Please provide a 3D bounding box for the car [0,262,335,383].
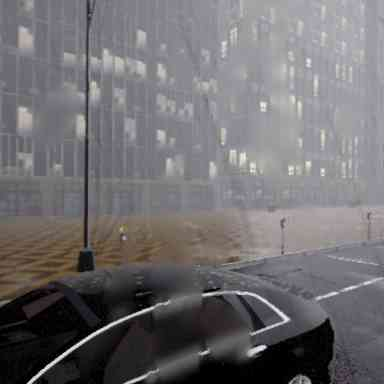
[{"bbox_3d":[-0.730,1.505,2.859,4.892,1.490,1.837,0,0,-35],"label":"car"}]
